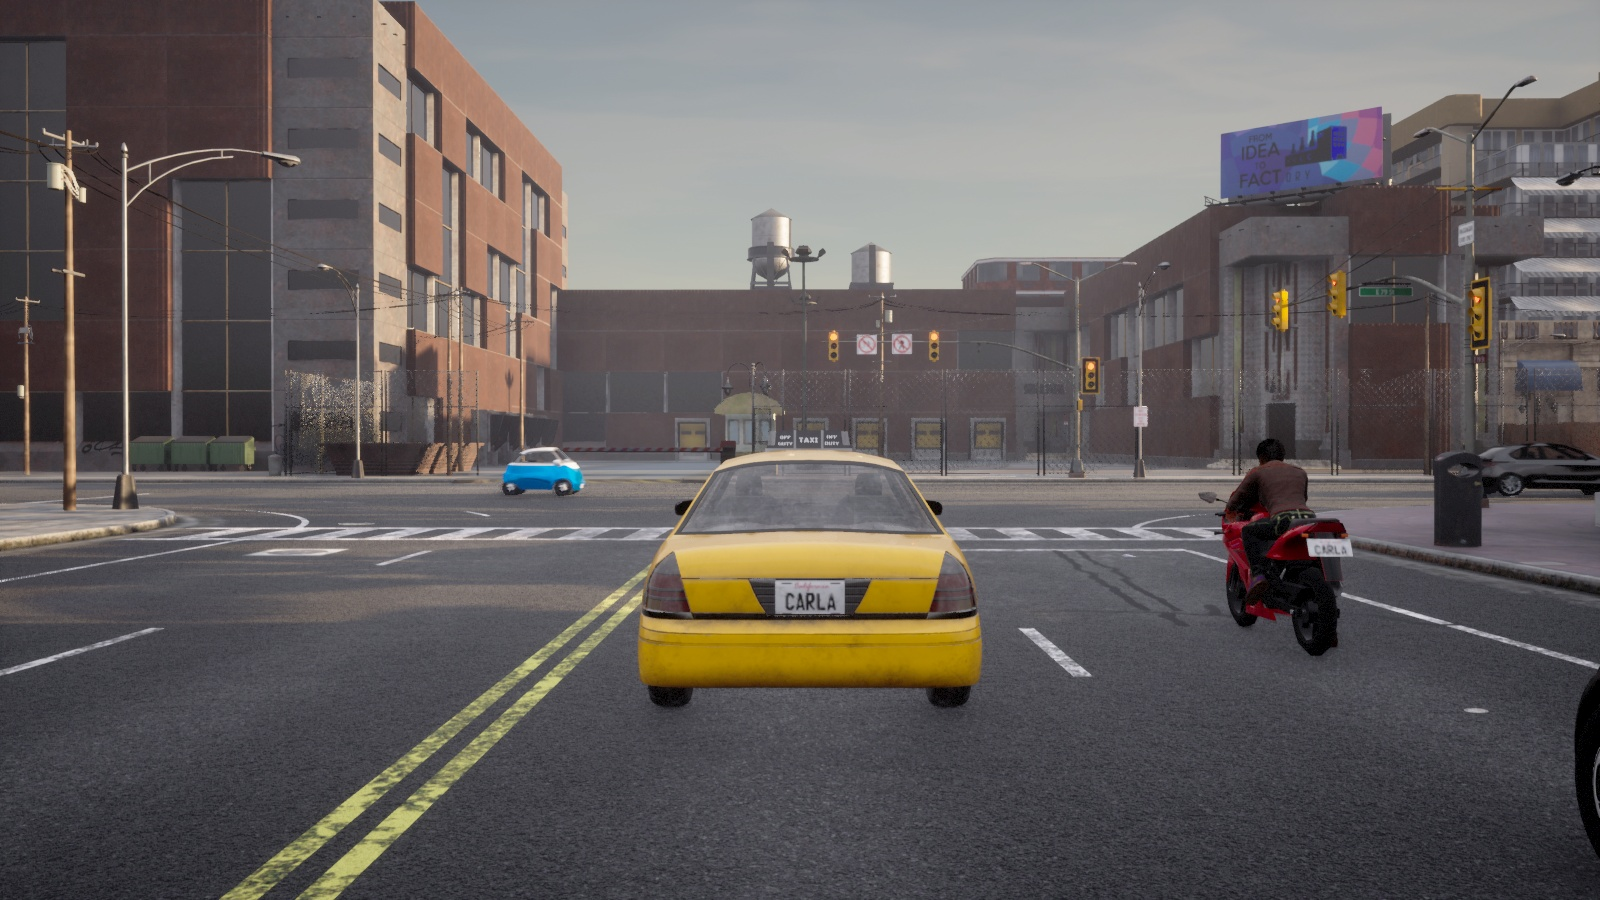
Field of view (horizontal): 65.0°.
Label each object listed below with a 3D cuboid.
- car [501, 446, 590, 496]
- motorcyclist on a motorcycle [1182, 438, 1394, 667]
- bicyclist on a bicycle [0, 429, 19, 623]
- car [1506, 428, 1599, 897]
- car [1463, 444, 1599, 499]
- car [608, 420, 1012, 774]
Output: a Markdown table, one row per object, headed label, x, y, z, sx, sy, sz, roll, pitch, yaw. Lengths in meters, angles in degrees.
| label | x | y | z | sx | sy | sz | roll | pitch | yaw |
| --- | --- | --- | --- | --- | --- | --- | --- | --- | --- |
| car | -7.208 | 0.594 | 35.739 | 2.207 | 1.376 | 1.481 | 0 | 0 | 1 |
| motorcyclist on a motorcycle | 3.563 | 0.678 | 9.397 | 0.797 | 1.523 | 2.044 | 0 | 0 | 0 |
| bicyclist on a bicycle | -6.943 | 0.638 | 9.853 | 0.582 | 1.620 | 1.656 | 0 | 1 | 0 |
| car | 3.526 | 0.712 | 2.849 | 1.789 | 1.549 | 3.705 | 0 | 0 | 1 |
| car | 20.922 | 0.578 | 34.715 | 4.193 | 1.474 | 1.816 | 0 | 0 | 9 |
| car | 0.057 | 0.639 | 8.274 | 1.801 | 1.575 | 5.366 | 0 | 0 | 0 |
